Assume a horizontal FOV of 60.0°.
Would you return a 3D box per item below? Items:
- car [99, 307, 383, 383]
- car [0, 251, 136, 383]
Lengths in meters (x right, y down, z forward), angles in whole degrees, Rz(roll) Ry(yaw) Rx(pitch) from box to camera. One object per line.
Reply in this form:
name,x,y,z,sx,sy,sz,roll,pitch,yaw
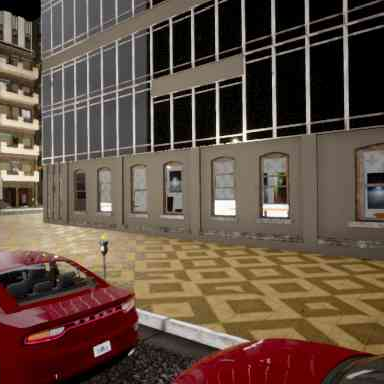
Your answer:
car,1.796,1.545,1.603,4.507,1.381,1.887,0,-1,36
car,-2.774,1.546,4.869,4.507,1.381,1.887,0,-1,36
